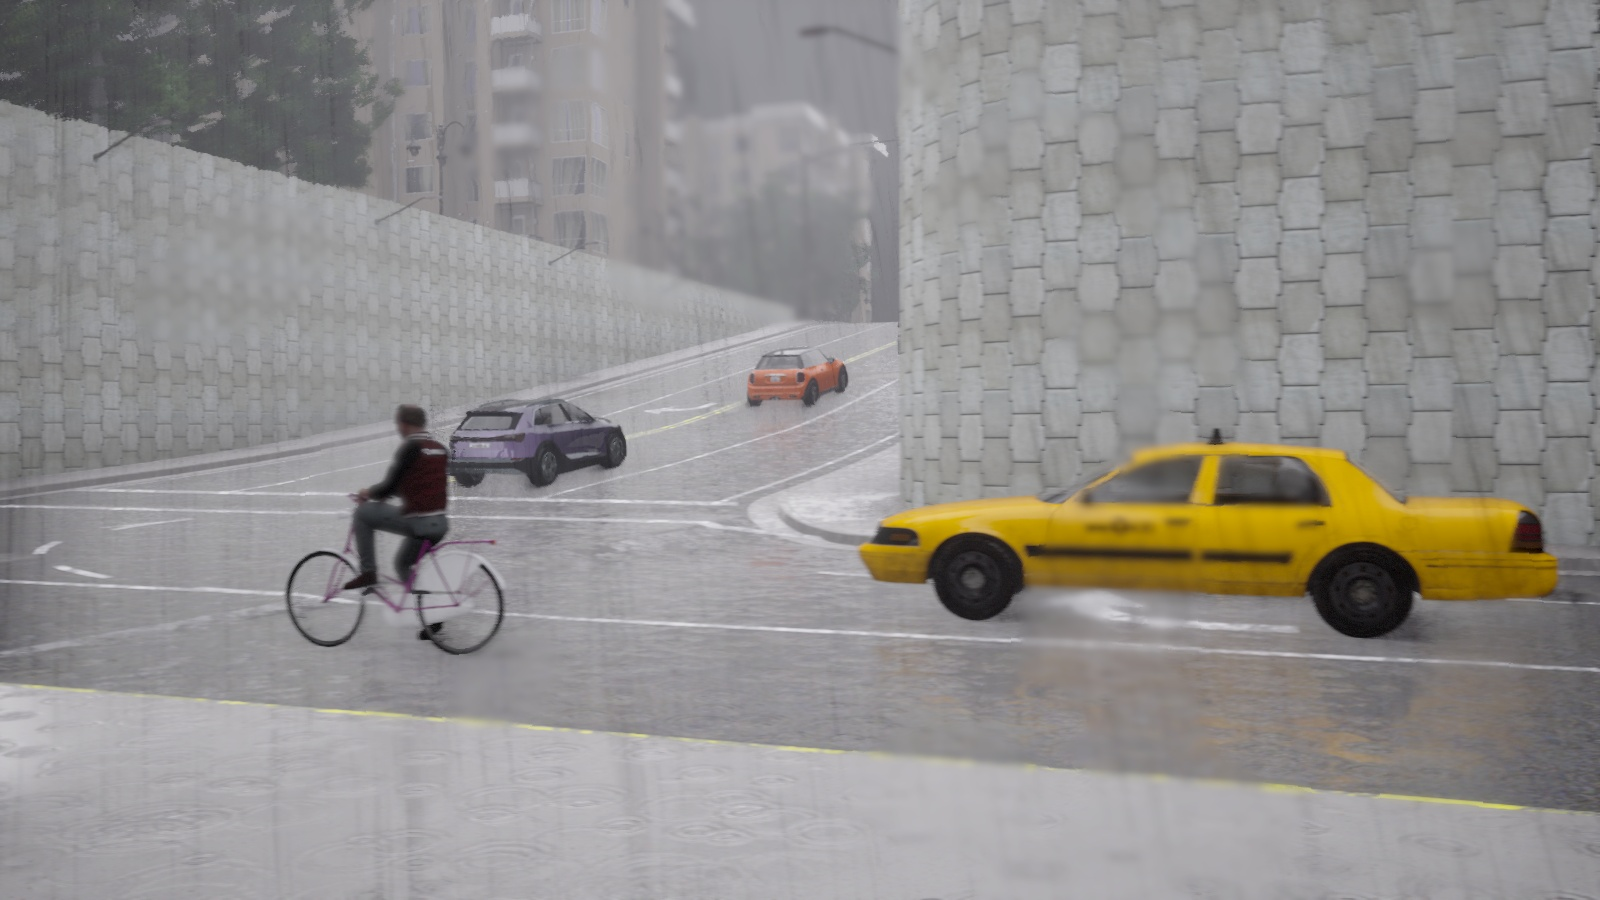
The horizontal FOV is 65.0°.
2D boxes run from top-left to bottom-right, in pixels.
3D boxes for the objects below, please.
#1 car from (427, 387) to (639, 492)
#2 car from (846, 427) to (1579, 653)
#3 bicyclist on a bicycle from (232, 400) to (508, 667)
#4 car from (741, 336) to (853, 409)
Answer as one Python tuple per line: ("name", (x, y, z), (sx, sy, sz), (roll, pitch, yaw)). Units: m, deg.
("car", (-5.310, -0.319, 25.779), (2.033, 1.649, 4.856), (1, 6, 18))
("car", (3.217, 0.609, 10.550), (5.366, 1.575, 1.801), (1, 1, 19))
("bicyclist on a bicycle", (-3.070, 0.542, 8.972), (1.843, 1.776, 0.659), (1, 1, 19))
("car", (-0.005, -2.537, 40.374), (2.097, 1.767, 4.553), (1, 10, 20))
